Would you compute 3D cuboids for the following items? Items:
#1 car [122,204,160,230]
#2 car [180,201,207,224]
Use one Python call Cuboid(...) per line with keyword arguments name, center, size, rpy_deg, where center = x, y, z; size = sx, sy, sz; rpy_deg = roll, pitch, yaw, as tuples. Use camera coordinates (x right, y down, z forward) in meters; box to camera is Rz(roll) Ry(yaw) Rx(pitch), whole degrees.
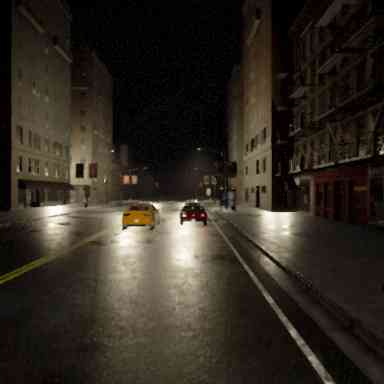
Cuboid(name="car", center=(-3.156, 1.474, 21.345), size=(1.882, 1.535, 5.008), rpy_deg=(0, 0, 0))
Cuboid(name="car", center=(0.094, 1.597, 24.446), size=(1.895, 1.301, 4.718), rpy_deg=(0, 0, 0))
